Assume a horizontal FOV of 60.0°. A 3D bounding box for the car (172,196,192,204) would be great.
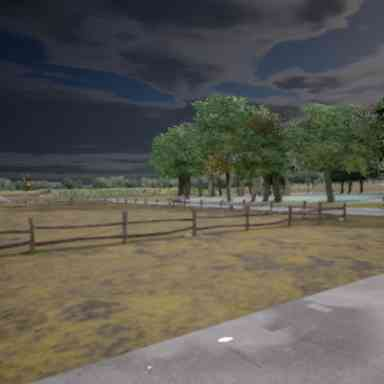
[{"bbox_3d":[-1.945,1.469,61.934,2.128,1.511,4.902,-3,2,-35],"label":"car"}]
